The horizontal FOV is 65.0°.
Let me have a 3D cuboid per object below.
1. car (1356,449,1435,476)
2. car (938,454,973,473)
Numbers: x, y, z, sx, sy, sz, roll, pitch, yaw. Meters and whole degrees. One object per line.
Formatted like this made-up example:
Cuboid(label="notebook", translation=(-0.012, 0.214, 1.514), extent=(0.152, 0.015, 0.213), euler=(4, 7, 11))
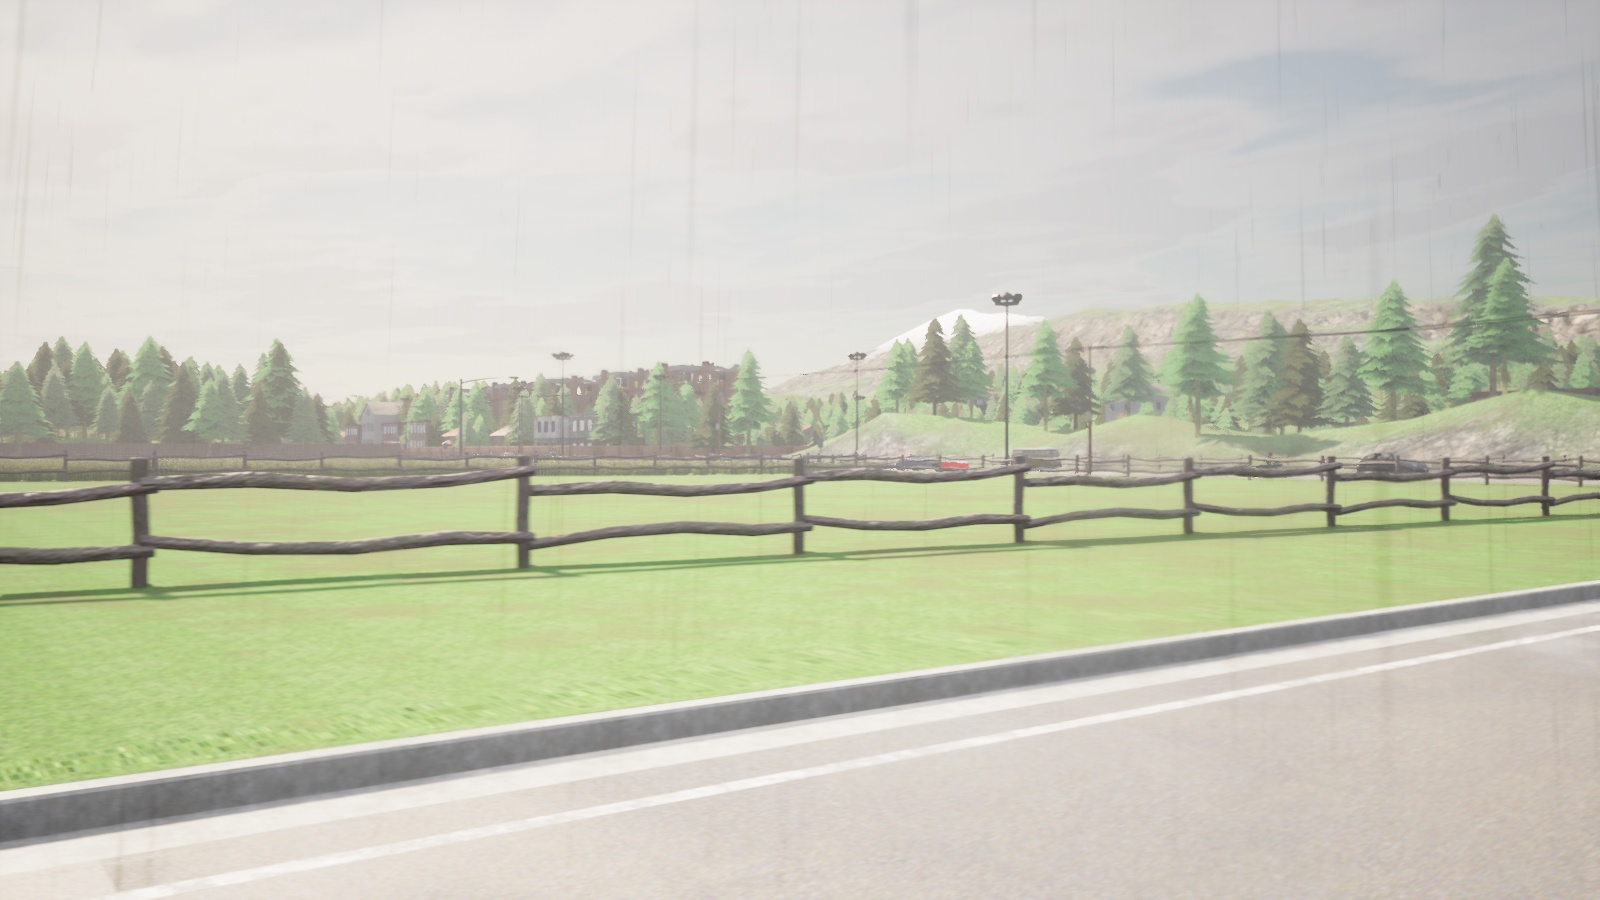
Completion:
Cuboid(label="car", translation=(36.690, 0.737, 77.442), extent=(1.851, 1.617, 3.988), euler=(0, 0, -37))
Cuboid(label="car", translation=(11.603, 0.997, 93.668), extent=(1.481, 1.376, 2.207), euler=(0, -1, -37))
